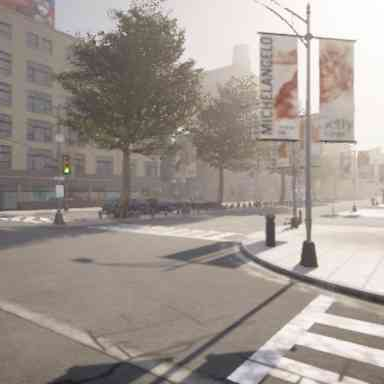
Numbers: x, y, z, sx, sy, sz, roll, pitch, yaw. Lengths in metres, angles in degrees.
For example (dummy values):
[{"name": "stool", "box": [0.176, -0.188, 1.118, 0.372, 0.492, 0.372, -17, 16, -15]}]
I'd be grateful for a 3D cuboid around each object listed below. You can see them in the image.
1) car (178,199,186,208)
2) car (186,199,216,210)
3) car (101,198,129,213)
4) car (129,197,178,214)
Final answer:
[{"name": "car", "box": [-1.810, 1.627, 44.483, 1.895, 1.301, 4.718, 0, 0, 36]}, {"name": "car", "box": [1.736, 1.623, 43.425, 1.895, 1.301, 4.718, 0, 0, 36]}, {"name": "car", "box": [-7.650, 1.378, 36.235, 2.097, 1.767, 4.553, 0, 0, 36]}, {"name": "car", "box": [-4.010, 1.375, 35.329, 2.097, 1.767, 4.553, 0, 0, 35]}]
